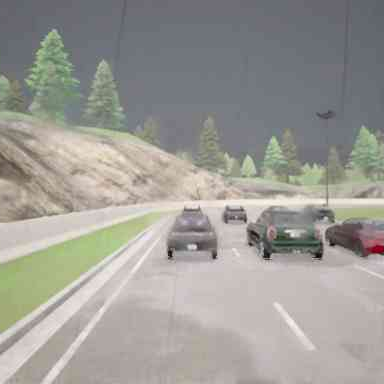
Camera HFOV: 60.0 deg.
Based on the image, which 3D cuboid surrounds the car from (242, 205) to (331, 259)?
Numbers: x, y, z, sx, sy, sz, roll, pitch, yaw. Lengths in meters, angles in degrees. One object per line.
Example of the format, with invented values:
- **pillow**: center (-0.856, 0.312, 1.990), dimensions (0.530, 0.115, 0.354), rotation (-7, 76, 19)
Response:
- **car**: center (3.522, 1.500, 13.405), dimensions (2.097, 1.767, 4.553), rotation (0, -1, 0)

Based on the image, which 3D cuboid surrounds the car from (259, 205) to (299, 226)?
- **car**: center (7.030, 1.851, 27.513), dimensions (2.033, 1.411, 5.357), rotation (0, -1, 1)

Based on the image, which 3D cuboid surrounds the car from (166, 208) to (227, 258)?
- **car**: center (0.022, 1.643, 13.481), dimensions (2.128, 1.511, 4.902), rotation (0, 0, 0)

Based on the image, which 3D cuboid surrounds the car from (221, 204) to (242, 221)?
- **car**: center (3.567, 1.807, 28.476), dimensions (2.128, 1.511, 4.902), rotation (0, 0, 2)

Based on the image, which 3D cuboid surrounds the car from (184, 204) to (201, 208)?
- **car**: center (0.068, 1.807, 28.475), dimensions (2.128, 1.511, 4.902), rotation (0, 0, 2)

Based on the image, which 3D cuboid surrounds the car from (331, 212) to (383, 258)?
- **car**: center (7.022, 1.714, 13.493), dimensions (1.994, 1.385, 4.181), rotation (0, -1, 1)

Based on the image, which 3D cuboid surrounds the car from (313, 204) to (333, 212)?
- **car**: center (10.565, 1.821, 28.474), dimensions (1.837, 1.490, 4.892), rotation (0, 0, 1)
